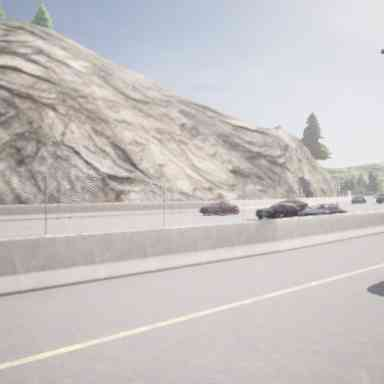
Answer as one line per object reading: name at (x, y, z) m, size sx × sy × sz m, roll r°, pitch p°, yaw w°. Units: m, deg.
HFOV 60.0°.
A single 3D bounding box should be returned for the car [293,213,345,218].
car at (9.741, 1.563, 24.622) m, size 4.181 × 1.385 × 1.994 m, roll 0°, pitch 0°, yaw -40°
